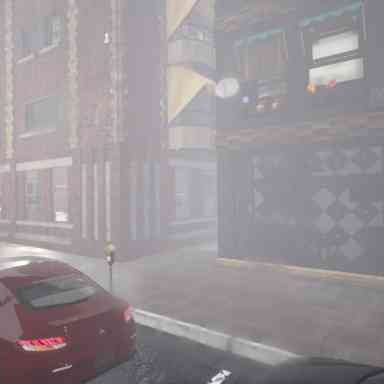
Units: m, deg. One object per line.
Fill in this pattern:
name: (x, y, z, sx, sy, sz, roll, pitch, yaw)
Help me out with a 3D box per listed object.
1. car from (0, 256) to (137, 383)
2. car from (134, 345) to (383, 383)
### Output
car: (-2.603, 1.583, 4.698, 4.206, 1.307, 1.802, 0, -1, 35)
car: (2.006, 1.566, 1.418, 4.313, 1.339, 1.947, 0, -1, 35)
